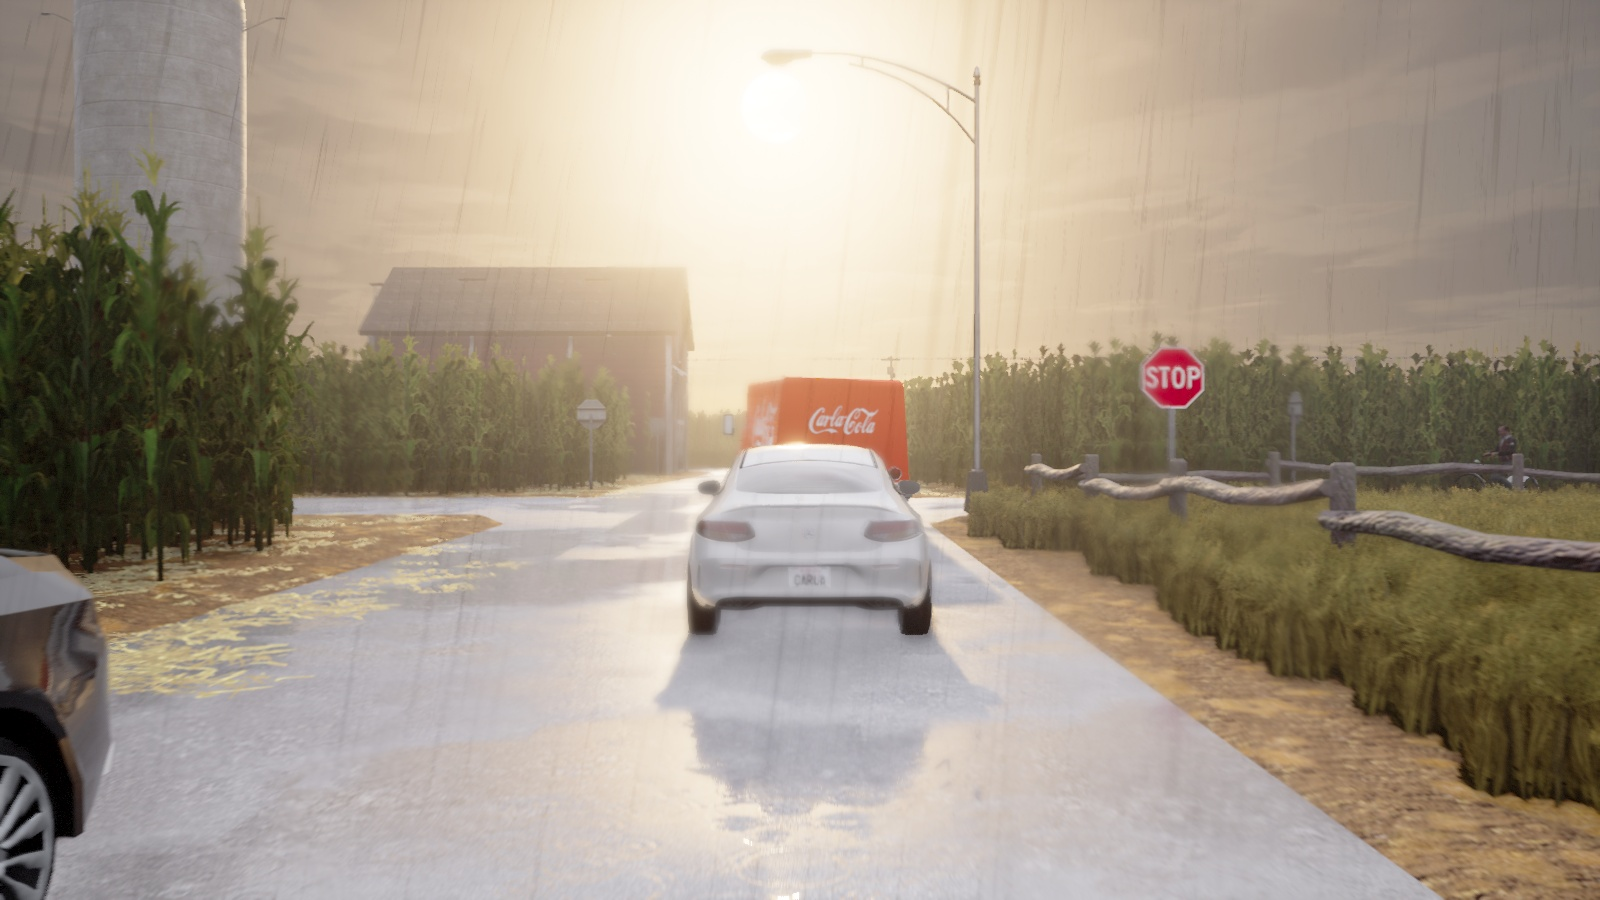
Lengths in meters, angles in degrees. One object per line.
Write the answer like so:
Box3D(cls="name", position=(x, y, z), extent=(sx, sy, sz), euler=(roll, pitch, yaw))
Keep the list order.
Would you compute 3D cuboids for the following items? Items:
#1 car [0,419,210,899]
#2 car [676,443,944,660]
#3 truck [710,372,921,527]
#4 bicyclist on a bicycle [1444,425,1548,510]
Box3D(cls="car", position=(-3.074, 0.687, 1.801), extent=(2.128, 1.511, 4.902), euler=(0, 0, 0))
Box3D(cls="car", position=(0.078, 0.674, 10.830), extent=(1.812, 1.442, 4.674), euler=(0, 1, 0))
Box3D(cls="truck", position=(0.093, -0.015, 23.018), extent=(2.627, 2.467, 5.204), euler=(1, 0, -13))
Box3D(cls="bicyclist on a bicycle", position=(14.950, 0.369, 26.993), extent=(1.843, 1.776, 0.659), euler=(1, 0, 1))
